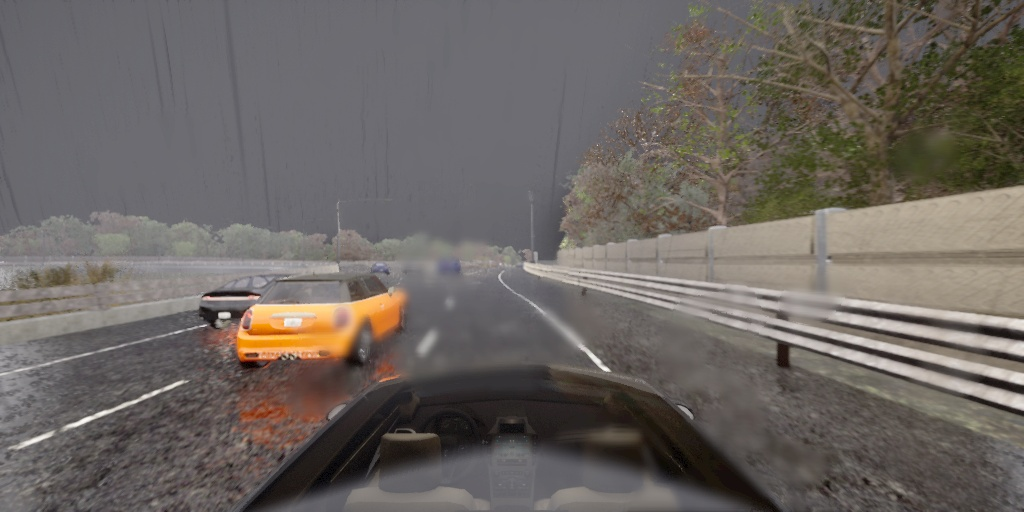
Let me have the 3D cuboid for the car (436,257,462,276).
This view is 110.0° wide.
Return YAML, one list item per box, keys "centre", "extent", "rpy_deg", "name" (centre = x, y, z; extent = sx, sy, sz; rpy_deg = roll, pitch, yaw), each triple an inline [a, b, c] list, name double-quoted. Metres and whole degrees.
- centre: [-7.167, 1.171, 40.652]
  extent: [2.150, 2.045, 5.566]
  rpy_deg: [0, 0, -20]
  name: "car"

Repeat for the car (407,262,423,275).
- centre: [-11.938, 1.473, 43.097]
  extent: [2.128, 1.511, 4.902]
  rpy_deg: [0, 0, -22]
  name: "car"

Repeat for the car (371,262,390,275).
- centre: [-16.589, 1.540, 45.087]
  extent: [1.812, 1.442, 4.674]
  rpy_deg: [0, 0, -24]
  name: "car"

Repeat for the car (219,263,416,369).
- centre: [-3.807, 1.148, 8.167]
  extent: [2.097, 1.767, 4.553]
  rpy_deg: [0, 0, -3]
  name: "car"

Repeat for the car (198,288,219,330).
- centre: [-7.572, 1.321, 11.587]
  extent: [2.128, 1.511, 4.902]
  rpy_deg: [0, 0, -6]
  name: "car"
